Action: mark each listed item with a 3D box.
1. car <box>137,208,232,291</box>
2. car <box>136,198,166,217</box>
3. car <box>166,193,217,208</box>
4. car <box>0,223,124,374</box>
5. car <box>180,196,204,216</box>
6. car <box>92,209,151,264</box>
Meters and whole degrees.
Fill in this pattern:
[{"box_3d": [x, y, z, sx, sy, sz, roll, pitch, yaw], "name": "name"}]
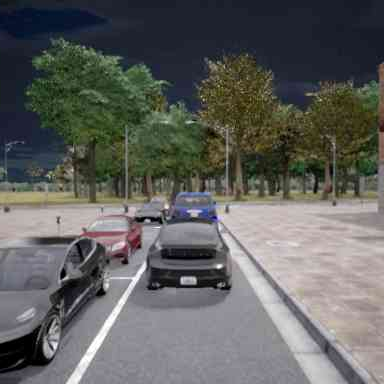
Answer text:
[{"box_3d": [-0.048, 1.406, 8.716, 1.837, 1.490, 4.892, 0, 1, 0], "name": "car"}, {"box_3d": [-2.661, 1.320, 22.013, 1.947, 1.339, 4.313, -1, 1, 0], "name": "car"}, {"box_3d": [0.088, 1.033, 16.820, 2.150, 2.045, 5.566, 0, 1, 0], "name": "car"}, {"box_3d": [-2.652, 1.501, 5.709, 1.947, 1.339, 4.313, -1, 1, 0], "name": "car"}, {"box_3d": [-0.094, 1.177, 29.407, 1.837, 1.490, 4.892, 0, 1, -3], "name": "car"}, {"box_3d": [-2.655, 1.456, 11.144, 1.802, 1.307, 4.206, -1, 1, 0], "name": "car"}]
